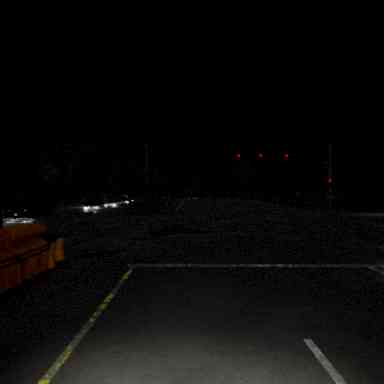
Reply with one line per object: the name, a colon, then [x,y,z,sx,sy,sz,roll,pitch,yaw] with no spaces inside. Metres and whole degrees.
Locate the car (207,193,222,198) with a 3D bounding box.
car: [6.915,1.108,94.695,2.033,1.411,5.357,0,0,-18]

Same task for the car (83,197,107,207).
car: [-14.083,1.359,47.724,1.994,1.385,4.181,0,0,0]

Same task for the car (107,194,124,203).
car: [-14.055,1.341,59.083,1.895,1.301,4.718,0,0,0]

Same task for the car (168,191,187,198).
car: [-4.255,0.785,95.251,2.150,2.045,5.566,0,0,-22]

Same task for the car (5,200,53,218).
car: [-14.091,1.432,29.244,2.033,1.411,5.357,0,0,0]

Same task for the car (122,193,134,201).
car: [-14.006,1.045,69.499,2.097,1.767,4.553,0,0,0]
